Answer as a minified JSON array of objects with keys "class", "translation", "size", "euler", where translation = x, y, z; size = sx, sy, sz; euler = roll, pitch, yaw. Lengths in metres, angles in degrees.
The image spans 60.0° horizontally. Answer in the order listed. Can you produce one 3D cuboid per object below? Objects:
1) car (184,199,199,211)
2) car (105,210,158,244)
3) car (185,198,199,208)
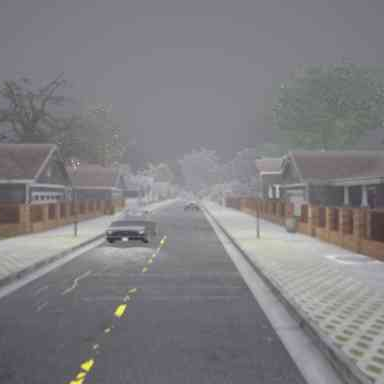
[{"class":"car","translation":[-0.023,1.694,43.067],"size":[1.812,1.442,4.674],"euler":[0,0,0]},{"class":"car","translation":[-2.810,1.629,16.680],"size":[2.033,1.411,5.357],"euler":[0,0,0]},{"class":"car","translation":[-0.031,1.756,53.072],"size":[2.033,1.411,5.357],"euler":[0,0,0]}]
